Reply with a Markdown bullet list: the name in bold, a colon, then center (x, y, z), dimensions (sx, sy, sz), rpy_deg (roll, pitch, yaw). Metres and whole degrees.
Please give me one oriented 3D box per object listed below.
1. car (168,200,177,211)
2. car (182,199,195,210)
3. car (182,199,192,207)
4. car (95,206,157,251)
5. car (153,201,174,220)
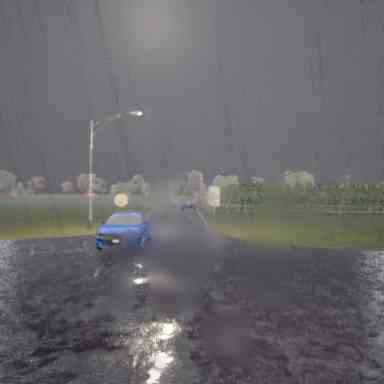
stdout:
- **car**: center (-3.342, 2.072, 45.553), dimensions (1.895, 1.301, 4.718), rpy_deg (0, -1, -1)
- **car**: center (-0.570, 1.904, 52.110), dimensions (2.097, 1.767, 4.553), rpy_deg (0, -1, -1)
- **car**: center (-1.151, 2.273, 68.981), dimensions (1.994, 1.385, 4.181), rpy_deg (0, -1, -2)
- **car**: center (-2.900, 1.616, 15.066), dimensions (1.882, 1.535, 5.008), rpy_deg (0, -1, 0)
- **car**: center (-3.109, 1.883, 32.284), dimensions (2.033, 1.411, 5.357), rpy_deg (0, -1, -1)
